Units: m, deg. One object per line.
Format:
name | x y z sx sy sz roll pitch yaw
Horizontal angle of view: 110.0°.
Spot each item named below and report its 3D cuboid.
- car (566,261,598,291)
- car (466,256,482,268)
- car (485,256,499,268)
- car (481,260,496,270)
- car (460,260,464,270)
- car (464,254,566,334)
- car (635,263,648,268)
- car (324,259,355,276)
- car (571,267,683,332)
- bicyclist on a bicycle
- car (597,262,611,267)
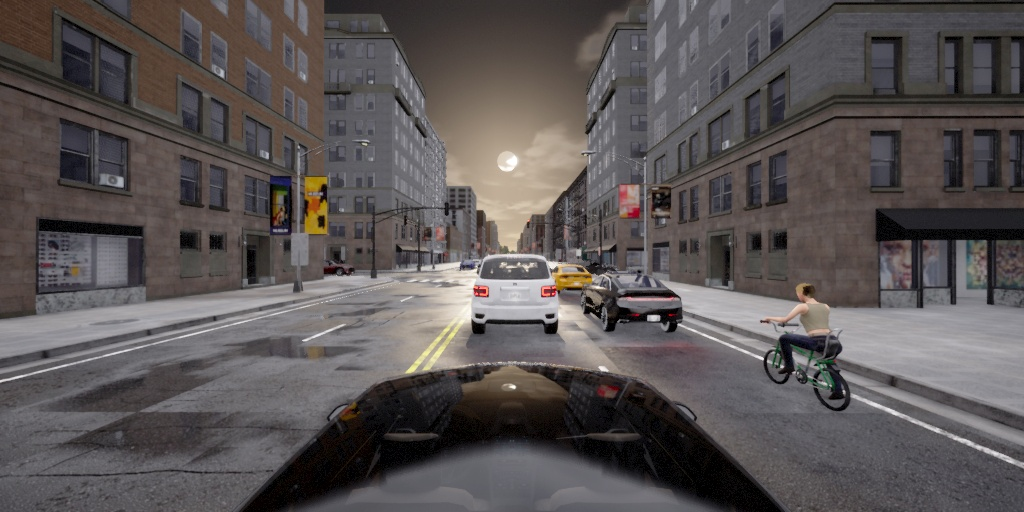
car | 3.211 1.230 20.301 1.882 1.535 5.008 0 0 0
car | -6.688 0.988 64.026 2.150 2.045 5.566 0 0 0
car | -3.447 0.988 62.413 2.150 2.045 5.566 0 0 0
car | -3.442 1.329 53.072 1.994 1.385 4.181 0 0 0
car | -6.700 1.243 54.082 1.882 1.535 5.008 0 0 0
car | 0.079 0.972 10.740 2.150 2.045 5.566 0 0 0
car | 14.975 1.408 38.698 4.718 1.301 1.895 0 0 1
car | -18.173 1.087 35.823 4.553 1.767 2.097 0 0 0
car | 3.323 1.242 10.811 2.128 1.511 4.902 0 0 0
bicyclist on a bicycle | 4.128 1.186 5.123 0.866 1.612 1.509 0 0 0
car | 8.041 1.276 35.771 4.892 1.490 1.837 0 0 0
